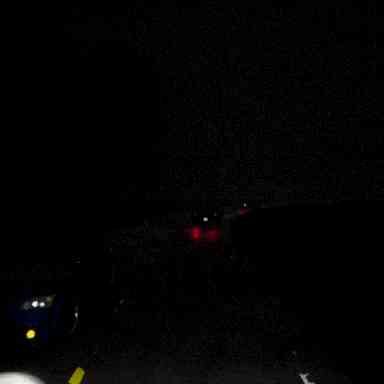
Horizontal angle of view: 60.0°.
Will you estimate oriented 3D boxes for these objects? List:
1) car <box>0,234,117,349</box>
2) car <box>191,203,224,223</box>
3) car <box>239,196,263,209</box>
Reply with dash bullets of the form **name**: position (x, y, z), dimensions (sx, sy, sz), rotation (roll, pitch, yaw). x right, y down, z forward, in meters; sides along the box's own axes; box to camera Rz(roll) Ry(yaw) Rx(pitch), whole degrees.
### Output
- **car**: position (-2.799, 1.533, 6.321), dimensions (1.994, 1.385, 4.181), rotation (0, 0, 1)
- **car**: position (1.221, 1.456, 23.652), dimensions (1.895, 1.301, 4.718), rotation (0, 0, 9)
- **car**: position (7.295, 1.217, 40.931), dimensions (1.837, 1.490, 4.892), rotation (0, 1, 27)
